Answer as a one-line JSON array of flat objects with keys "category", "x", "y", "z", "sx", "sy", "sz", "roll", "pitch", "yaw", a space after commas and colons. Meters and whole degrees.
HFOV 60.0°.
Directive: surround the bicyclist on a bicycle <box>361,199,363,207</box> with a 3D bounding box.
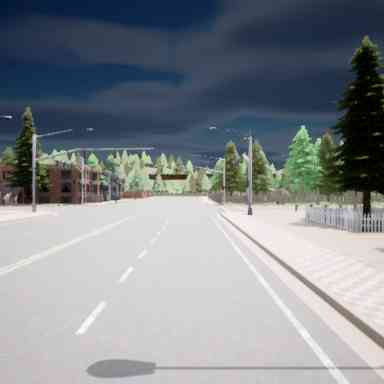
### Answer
[{"category": "bicyclist on a bicycle", "x": 18.249, "y": 1.277, "z": 35.150, "sx": 0.582, "sy": 1.620, "sz": 1.656, "roll": 0, "pitch": 0, "yaw": 0}]
